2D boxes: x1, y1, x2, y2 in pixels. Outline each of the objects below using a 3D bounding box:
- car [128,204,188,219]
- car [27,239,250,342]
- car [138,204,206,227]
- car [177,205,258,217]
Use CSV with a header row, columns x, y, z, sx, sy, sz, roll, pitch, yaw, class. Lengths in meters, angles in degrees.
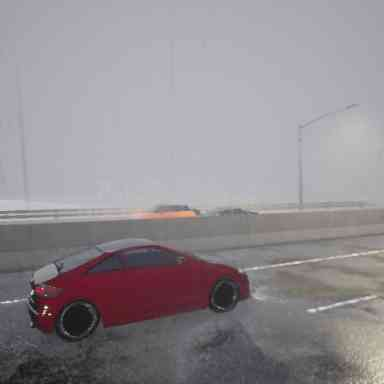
x,y,z,sx,sy,sz,roll,pitch,yaw,class
-1.982,1.592,22.038,4.553,1.767,2.097,0,-1,-27,car
-0.939,1.642,6.595,4.181,1.385,1.994,0,-1,-27,car
-1.542,1.769,26.198,4.902,1.511,2.128,0,-1,-27,car
1.846,1.688,20.068,4.892,1.490,1.837,0,-1,-27,car
